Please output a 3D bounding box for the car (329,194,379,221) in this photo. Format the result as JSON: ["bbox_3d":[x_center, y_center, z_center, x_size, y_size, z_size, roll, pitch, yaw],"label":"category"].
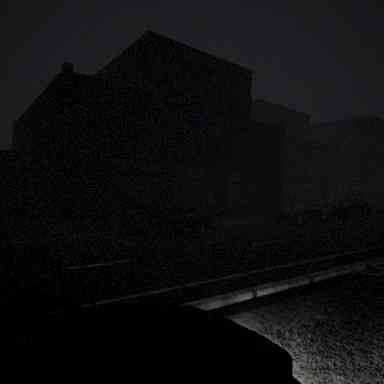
[{"bbox_3d":[12.232,1.170,26.811,5.566,2.045,2.435,0,0,-36],"label":"car"}]

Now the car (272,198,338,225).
[{"bbox_3d":[7.777,1.423,23.603,4.892,1.521,2.231,0,0,-36],"label":"car"}]

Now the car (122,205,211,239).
[{"bbox_3d":[-1.224,1.451,17.127,4.792,1.488,2.163,0,0,-36],"label":"car"}]

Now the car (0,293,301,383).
[{"bbox_3d":[-1.579,1.547,2.313,5.357,1.411,2.033,0,0,-35],"label":"car"}]

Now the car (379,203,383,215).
[{"bbox_3d":[19.845,1.423,32.361,4.892,1.521,2.231,0,0,-35],"label":"car"}]
